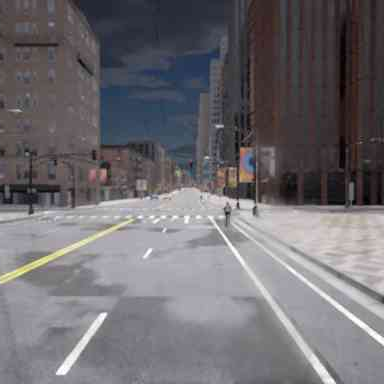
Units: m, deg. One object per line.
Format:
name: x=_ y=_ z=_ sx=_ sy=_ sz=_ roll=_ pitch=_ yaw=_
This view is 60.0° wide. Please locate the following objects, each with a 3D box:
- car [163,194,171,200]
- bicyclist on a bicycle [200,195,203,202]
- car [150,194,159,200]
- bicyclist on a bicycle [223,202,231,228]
car: x=-6.482 y=1.220 z=86.026 sx=1.882 sy=1.535 sz=5.008 roll=0 pitch=0 yaw=0
bicyclist on a bicycle: x=2.267 y=1.488 z=79.651 sx=0.659 sy=1.776 sz=1.843 roll=0 pitch=1 yaw=0
car: x=-9.732 y=1.266 z=86.027 sx=1.812 sy=1.442 sz=4.674 roll=0 pitch=0 yaw=0
bicyclist on a bicycle: x=2.255 y=1.470 z=21.136 sx=0.582 sy=1.620 sz=1.656 roll=0 pitch=0 yaw=0
